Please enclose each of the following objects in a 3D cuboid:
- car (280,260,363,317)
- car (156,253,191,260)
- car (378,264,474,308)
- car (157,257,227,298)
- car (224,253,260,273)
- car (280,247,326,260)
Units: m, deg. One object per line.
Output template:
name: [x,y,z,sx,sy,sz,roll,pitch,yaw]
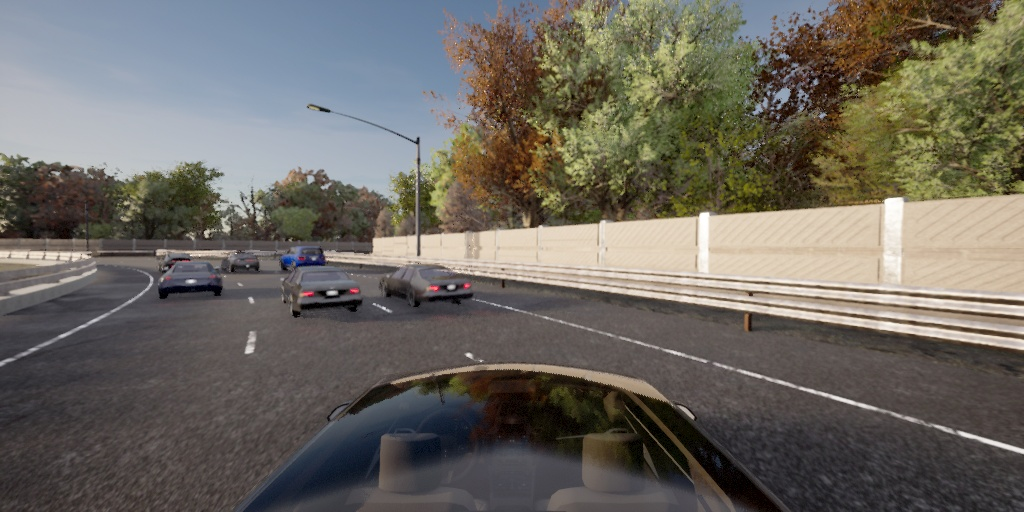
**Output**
car: [-6.516,1.028,12.043,2.033,1.411,5.357,-1,2,-36]
car: [-26.550,0.519,28.358,4.892,1.490,1.837,1,1,41]
car: [-3.439,1.003,13.627,2.033,1.411,5.357,-1,2,-36]
car: [-13.910,0.929,15.635,1.994,1.385,4.181,-1,2,-40]
car: [-21.954,0.510,28.972,4.902,1.511,2.128,1,2,42]
car: [-17.086,0.253,29.285,5.566,2.045,2.150,2,2,44]
